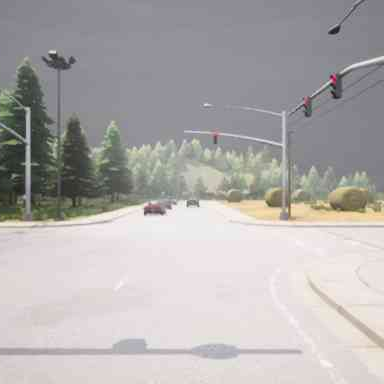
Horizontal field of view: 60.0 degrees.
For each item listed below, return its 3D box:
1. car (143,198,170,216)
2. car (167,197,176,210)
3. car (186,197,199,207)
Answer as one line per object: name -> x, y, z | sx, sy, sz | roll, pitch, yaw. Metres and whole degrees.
car -> -3.573, 1.576, 32.588 | 1.895, 1.301, 4.718 | 0, 0, 0
car -> -3.563, 1.515, 43.264 | 2.033, 1.411, 5.357 | 0, 0, 0
car -> 0.129, 1.487, 50.901 | 1.812, 1.442, 4.674 | 0, 0, 0
